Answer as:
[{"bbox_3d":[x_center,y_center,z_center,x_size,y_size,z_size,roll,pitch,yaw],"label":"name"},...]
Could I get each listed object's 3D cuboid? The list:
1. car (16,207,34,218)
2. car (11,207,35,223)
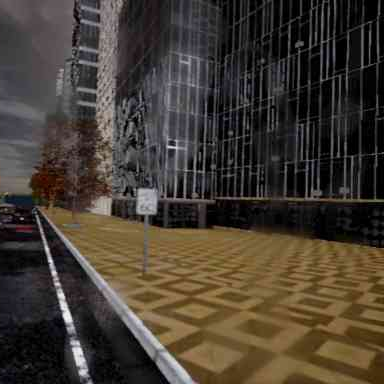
[{"bbox_3d":[-23.078,2.791,46.011,2.033,1.411,5.357,3,-3,-26],"label":"car"},{"bbox_3d":[-17.389,2.407,34.179,1.837,1.490,4.892,3,-3,-26],"label":"car"}]
